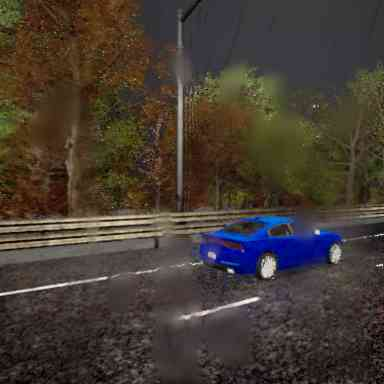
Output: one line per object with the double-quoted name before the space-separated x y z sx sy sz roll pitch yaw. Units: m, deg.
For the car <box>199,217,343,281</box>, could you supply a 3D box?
"car" 2.537 1.489 9.962 5.008 1.535 1.882 0 0 -36
